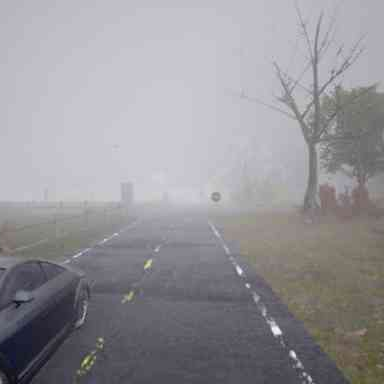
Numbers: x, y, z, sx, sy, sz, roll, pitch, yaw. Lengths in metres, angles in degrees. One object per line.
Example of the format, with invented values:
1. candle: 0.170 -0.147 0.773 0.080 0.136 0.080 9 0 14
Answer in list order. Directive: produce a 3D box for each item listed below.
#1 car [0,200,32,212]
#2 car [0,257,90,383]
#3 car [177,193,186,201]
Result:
1. car: -22.259 1.739 40.856 4.902 1.511 2.128 1 0 -4
2. car: -2.752 1.567 4.124 1.994 1.385 4.181 0 0 0
3. car: -2.714 1.361 88.875 2.150 2.045 5.566 0 0 0
